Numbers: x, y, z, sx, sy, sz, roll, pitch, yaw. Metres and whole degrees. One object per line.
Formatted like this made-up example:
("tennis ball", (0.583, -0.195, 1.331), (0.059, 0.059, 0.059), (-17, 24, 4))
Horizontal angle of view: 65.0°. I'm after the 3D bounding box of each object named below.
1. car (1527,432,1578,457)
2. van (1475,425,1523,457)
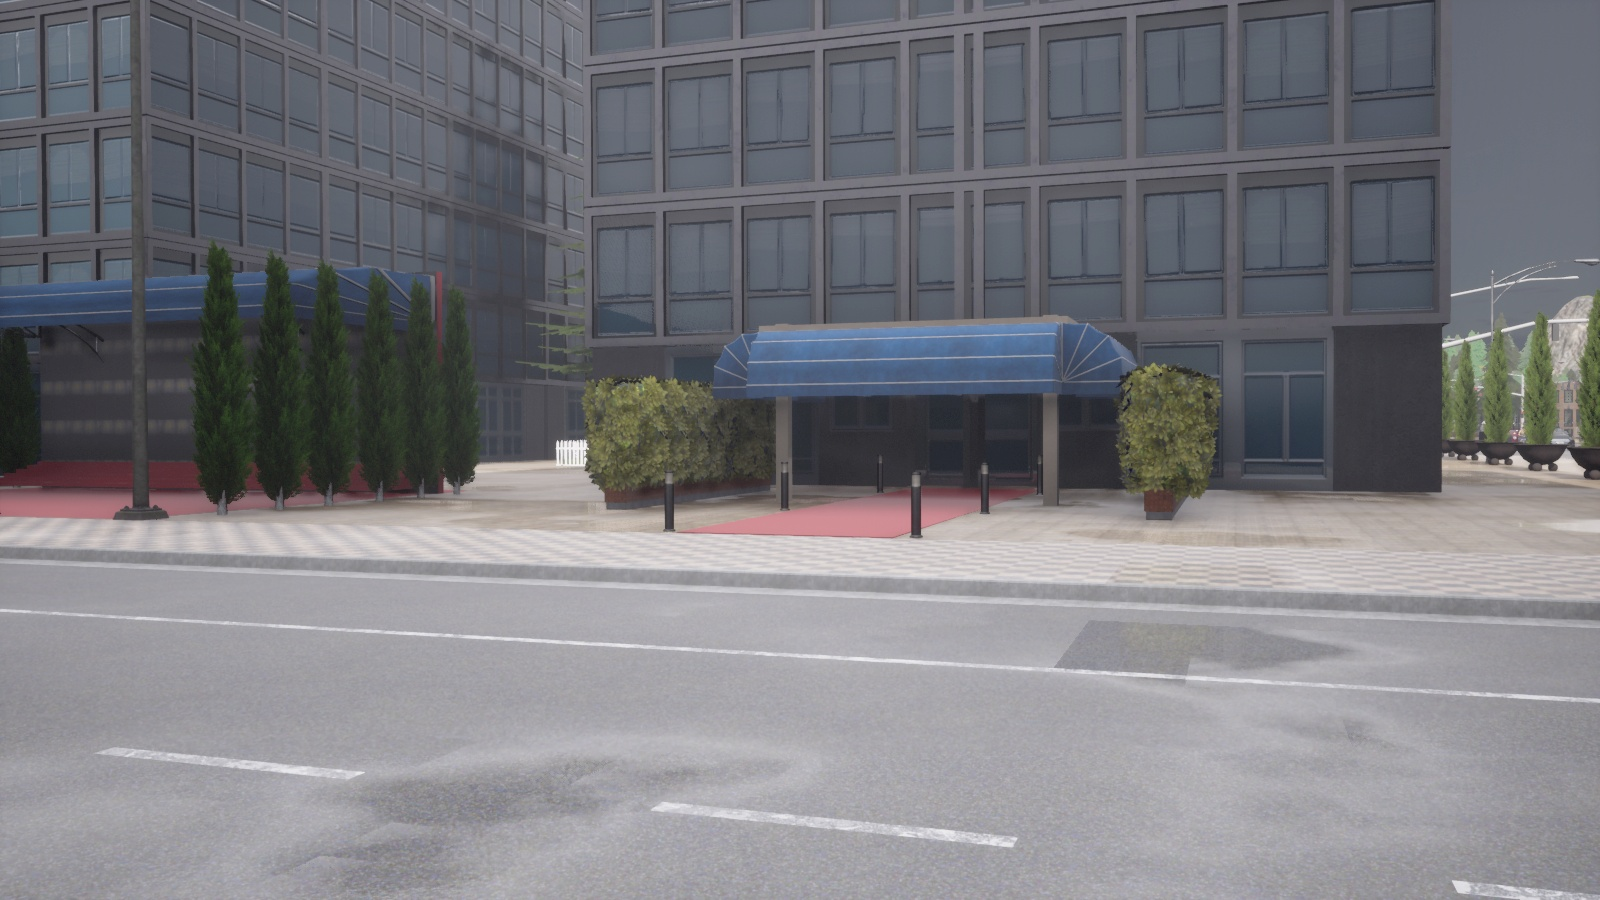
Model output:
("car", (50.862, -0.413, 84.987), (2.033, 1.649, 4.856), (1, 1, 19))
("van", (47.010, -0.628, 84.558), (2.069, 2.038, 4.480), (1, 1, 19))
